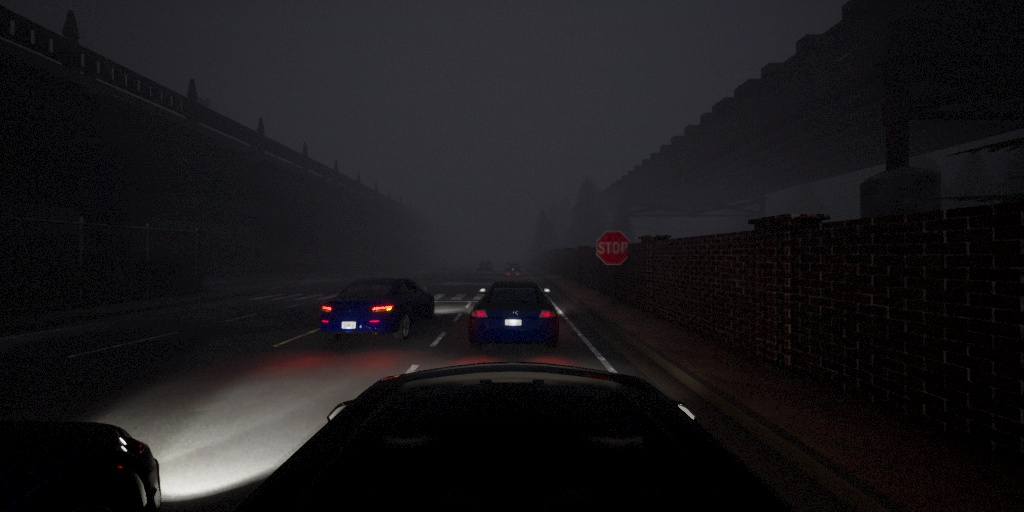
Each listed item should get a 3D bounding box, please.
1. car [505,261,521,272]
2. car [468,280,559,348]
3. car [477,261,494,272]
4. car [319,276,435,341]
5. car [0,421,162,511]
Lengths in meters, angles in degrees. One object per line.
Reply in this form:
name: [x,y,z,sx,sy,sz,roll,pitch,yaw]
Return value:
car: [0.096,1.351,46.082,1.895,1.301,4.718,0,0,-1]
car: [0.069,1.314,9.263,1.994,1.385,4.181,0,0,1]
car: [-3.399,1.297,45.914,2.033,1.411,5.357,0,0,-1]
car: [-3.413,1.276,9.786,1.812,1.442,4.674,0,0,0]
car: [-3.398,1.314,0.690,1.994,1.385,4.181,0,0,0]
